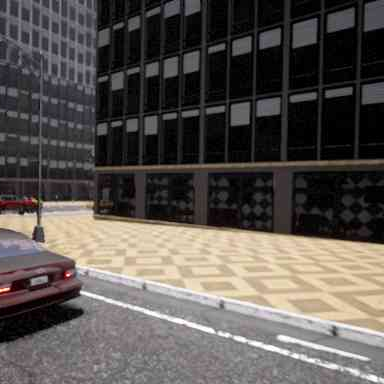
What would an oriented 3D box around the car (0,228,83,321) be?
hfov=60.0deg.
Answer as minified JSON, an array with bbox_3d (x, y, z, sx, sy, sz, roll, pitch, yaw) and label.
[{"bbox_3d":[-4.548,1.471,6.889,5.357,1.411,2.033,1,0,35],"label":"car"}]

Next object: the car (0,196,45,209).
[{"bbox_3d":[-20.960,1.244,41.057,1.752,1.417,4.829,1,0,36],"label":"car"}]

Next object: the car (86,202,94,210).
[{"bbox_3d":[-10.666,1.515,40.938,1.752,1.417,4.829,1,0,36],"label":"car"}]

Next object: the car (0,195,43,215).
[{"bbox_3d":[-17.422,1.202,31.696,2.192,1.841,5.009,1,0,36],"label":"car"}]
